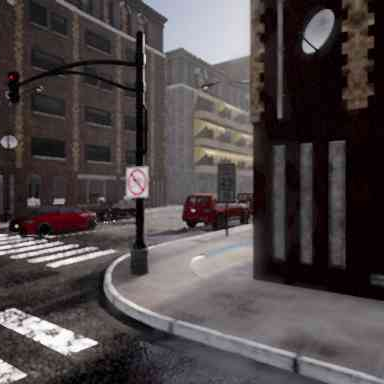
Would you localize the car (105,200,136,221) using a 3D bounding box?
[{"bbox_3d":[-5.388,1.218,23.498,1.947,1.339,4.313,1,2,35],"label":"car"}]

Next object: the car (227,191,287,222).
[{"bbox_3d":[4.646,0.880,23.145,2.192,1.841,5.009,1,2,35],"label":"car"}]

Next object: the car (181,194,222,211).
[{"bbox_3d":[1.008,0.999,32.504,1.887,1.381,4.507,1,2,35],"label":"car"}]

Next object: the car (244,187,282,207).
[{"bbox_3d":[8.173,0.511,37.971,2.150,2.045,5.566,0,1,35],"label":"car"}]

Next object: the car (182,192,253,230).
[{"bbox_3d":[1.448,0.980,18.642,2.192,1.841,5.009,1,2,35],"label":"car"}]

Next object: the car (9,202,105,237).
[{"bbox_3d":[-6.857,1.338,16.808,1.994,1.385,4.181,0,1,35],"label":"car"}]
